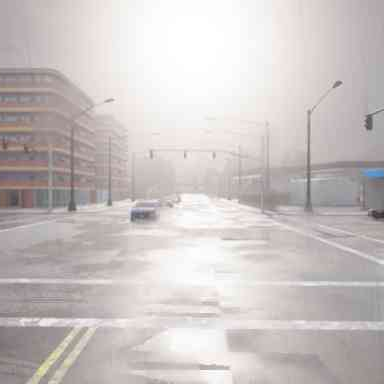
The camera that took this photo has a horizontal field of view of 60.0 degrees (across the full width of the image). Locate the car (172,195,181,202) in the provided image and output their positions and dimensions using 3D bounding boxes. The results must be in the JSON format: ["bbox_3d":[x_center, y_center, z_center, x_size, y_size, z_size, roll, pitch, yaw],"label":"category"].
[{"bbox_3d":[-3.435,1.438,76.166,1.882,1.535,5.008,0,0,0],"label":"car"}]

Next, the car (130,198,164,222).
[{"bbox_3d":[-3.570,1.434,26.020,1.882,1.535,5.008,0,0,0],"label":"car"}]

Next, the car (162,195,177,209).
[{"bbox_3d":[-3.553,1.470,45.752,2.128,1.511,4.902,0,0,0],"label":"car"}]

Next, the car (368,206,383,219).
[{"bbox_3d":[16.630,1.492,26.469,4.892,1.490,1.837,0,0,0],"label":"car"}]

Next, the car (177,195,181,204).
[{"bbox_3d":[-3.497,1.495,61.952,1.812,1.442,4.674,0,0,0],"label":"car"}]
